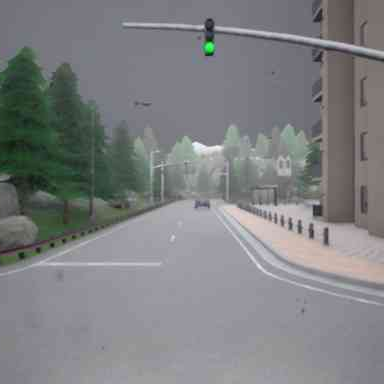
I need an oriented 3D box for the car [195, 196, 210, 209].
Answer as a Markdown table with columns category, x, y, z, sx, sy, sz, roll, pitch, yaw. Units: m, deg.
| category | x | y | z | sx | sy | sz | roll | pitch | yaw |
| --- | --- | --- | --- | --- | --- | --- | --- | --- | --- |
| car | 1.464 | 1.344 | 46.082 | 2.097 | 1.767 | 4.553 | 0 | 0 | 2 |
